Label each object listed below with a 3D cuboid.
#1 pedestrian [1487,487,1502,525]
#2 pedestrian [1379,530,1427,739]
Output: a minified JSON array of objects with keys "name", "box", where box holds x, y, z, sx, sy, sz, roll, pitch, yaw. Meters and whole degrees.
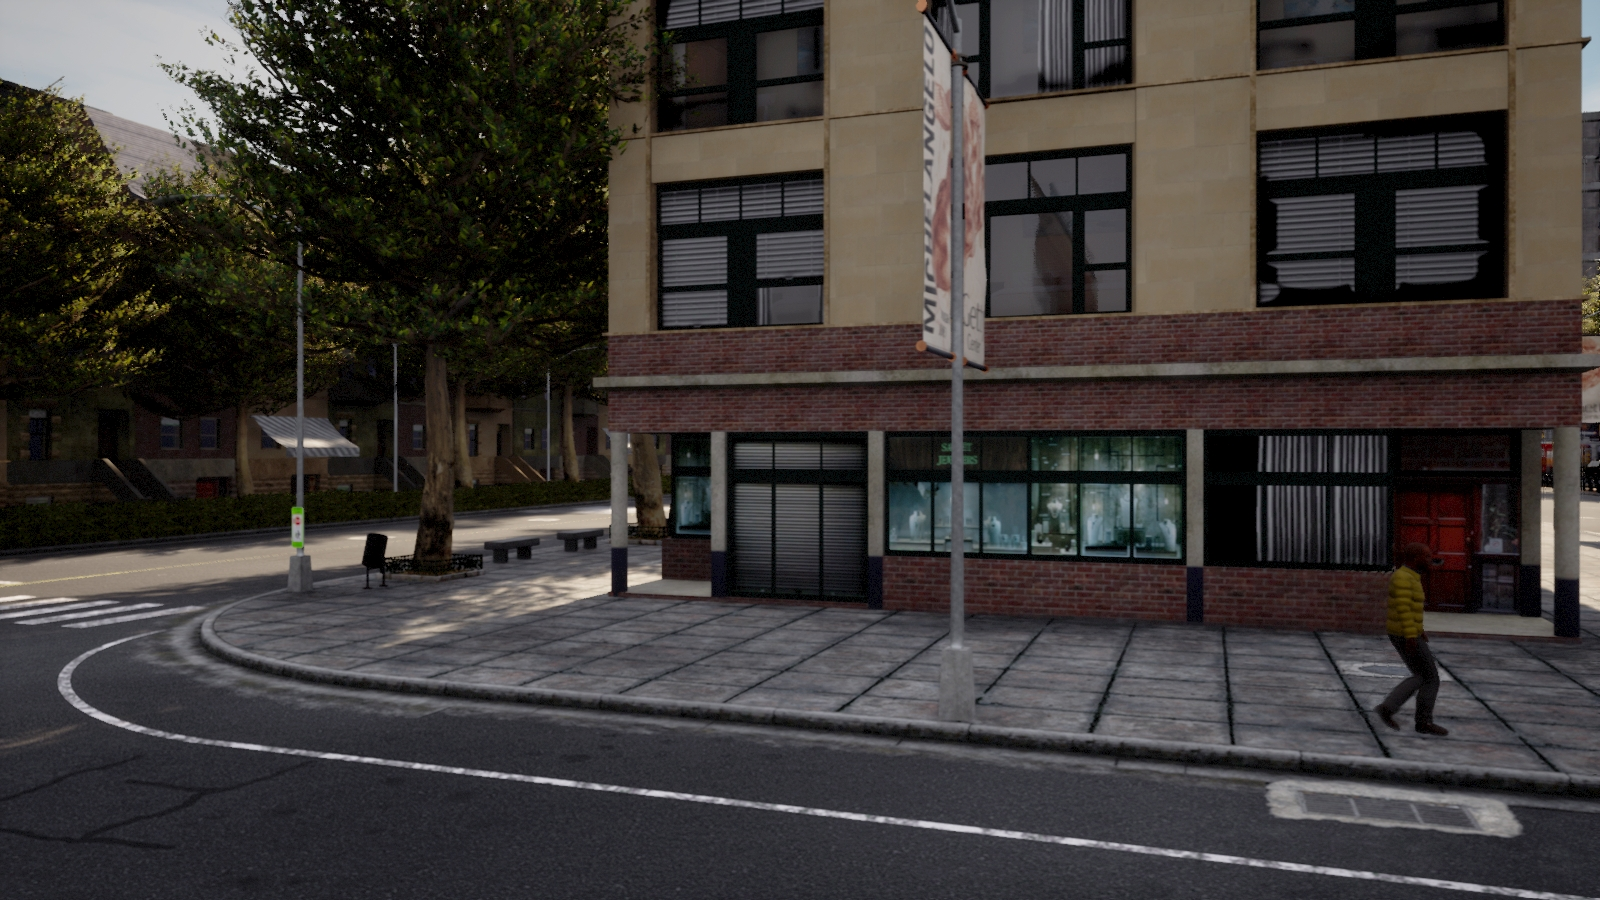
[{"name":"pedestrian","box":[24.631,1.980,40.524,0.375,1.300,0.375,0,0,19]},{"name":"pedestrian","box":[5.605,1.696,10.635,0.375,1.860,0.375,0,0,25]}]
